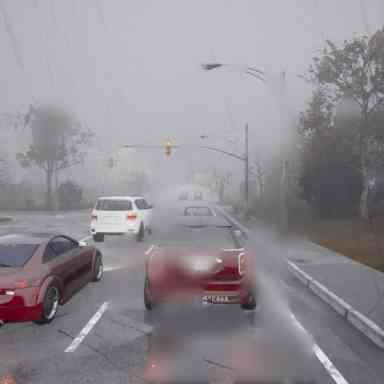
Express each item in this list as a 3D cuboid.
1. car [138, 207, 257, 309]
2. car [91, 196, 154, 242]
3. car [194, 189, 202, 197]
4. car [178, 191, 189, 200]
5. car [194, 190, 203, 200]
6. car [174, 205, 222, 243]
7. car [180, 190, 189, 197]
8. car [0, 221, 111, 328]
[{"bbox_3d":[0.175,1.352,8.011,2.097,1.767,4.553,0,0,1],"label":"car"},{"bbox_3d":[-3.242,1.221,16.549,2.150,2.045,5.566,0,0,3],"label":"car"},{"bbox_3d":[1.604,0.173,85.449,2.097,1.767,4.553,0,3,1],"label":"car"},{"bbox_3d":[-2.104,1.045,75.562,1.994,1.385,4.181,0,3,1],"label":"car"},{"bbox_3d":[1.395,1.017,75.488,1.812,1.442,4.674,0,3,1],"label":"car"},{"bbox_3d":[0.295,1.491,16.987,2.128,1.511,4.902,0,0,1],"label":"car"},{"bbox_3d":[-1.895,0.356,85.561,2.033,1.411,5.357,0,3,1],"label":"car"},{"bbox_3d":[-3.335,1.564,7.131,1.994,1.385,4.181,0,0,1],"label":"car"}]
